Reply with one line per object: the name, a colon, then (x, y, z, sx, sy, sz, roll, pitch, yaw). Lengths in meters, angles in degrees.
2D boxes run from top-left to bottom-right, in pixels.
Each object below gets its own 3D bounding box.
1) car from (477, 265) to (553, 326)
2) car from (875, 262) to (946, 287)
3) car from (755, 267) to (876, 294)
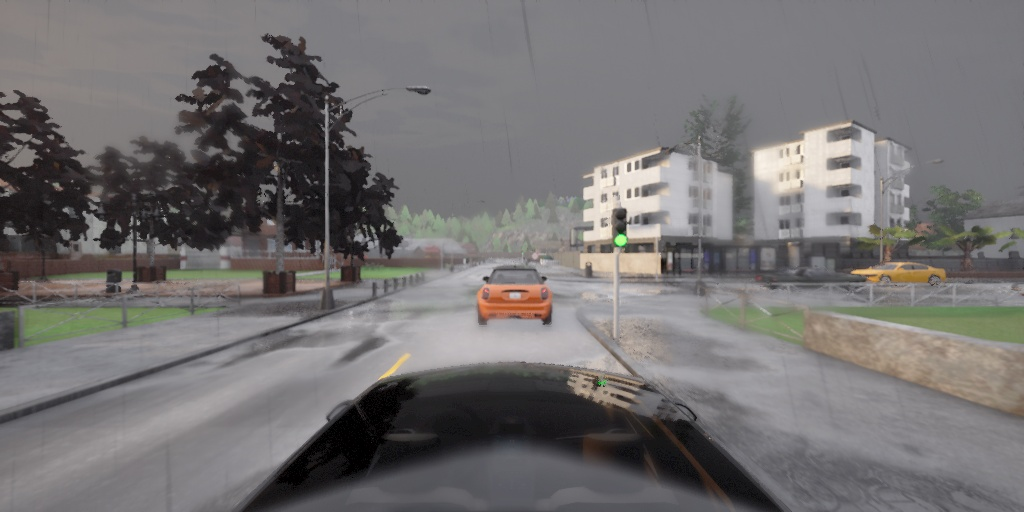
car: (0.092, 1.069, 11.678, 2.097, 1.767, 4.553, 0, 0, 0)
car: (24.937, 1.157, 23.291, 5.008, 1.535, 1.882, 0, 0, 0)
car: (15.989, 1.294, 19.210, 4.718, 1.301, 1.895, 0, 0, 2)
